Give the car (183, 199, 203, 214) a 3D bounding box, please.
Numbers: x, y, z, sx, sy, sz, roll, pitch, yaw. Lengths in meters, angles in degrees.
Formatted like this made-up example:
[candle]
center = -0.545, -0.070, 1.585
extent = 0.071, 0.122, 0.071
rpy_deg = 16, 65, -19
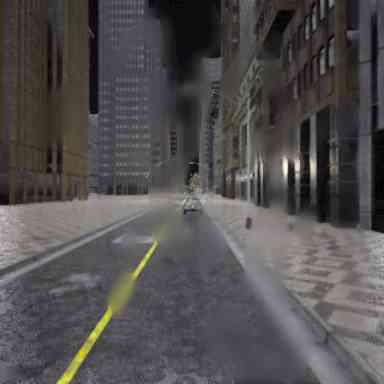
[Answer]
[car]
center = 0.085, 1.358, 32.501
extent = 2.033, 1.411, 5.357
rpy_deg = 0, 0, 0
